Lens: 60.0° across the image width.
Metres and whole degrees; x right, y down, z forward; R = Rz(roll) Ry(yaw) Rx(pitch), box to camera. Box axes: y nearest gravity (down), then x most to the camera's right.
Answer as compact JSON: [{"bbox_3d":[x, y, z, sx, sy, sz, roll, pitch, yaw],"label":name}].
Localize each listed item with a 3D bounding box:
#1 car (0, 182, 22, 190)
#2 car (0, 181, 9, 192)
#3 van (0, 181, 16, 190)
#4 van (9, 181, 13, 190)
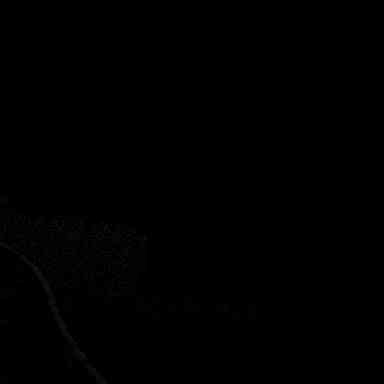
[{"bbox_3d":[-44.241,-1.482,80.466,5.366,1.575,1.946,2,2,-36],"label":"car"},{"bbox_3d":[-40.061,-1.082,65.766,5.566,2.045,2.435,2,2,-36],"label":"car"},{"bbox_3d":[-43.609,-1.582,77.351,4.442,1.987,1.878,2,2,-36],"label":"van"},{"bbox_3d":[-41.710,-1.315,71.658,4.442,1.987,1.878,2,2,-36],"label":"van"}]
